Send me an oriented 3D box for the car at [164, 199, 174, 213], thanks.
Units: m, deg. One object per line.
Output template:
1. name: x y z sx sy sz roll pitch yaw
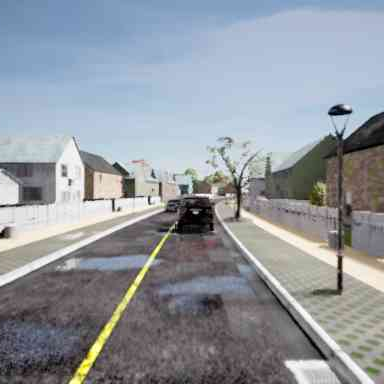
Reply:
1. car: -1.981 1.540 37.480 1.837 1.490 4.892 0 -1 4

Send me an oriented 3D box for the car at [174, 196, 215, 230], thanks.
1. car: 0.271 1.243 21.182 2.150 2.045 5.566 0 0 1

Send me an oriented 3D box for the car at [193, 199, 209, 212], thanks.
1. car: 1.114 1.561 39.865 1.812 1.442 4.674 0 0 4
